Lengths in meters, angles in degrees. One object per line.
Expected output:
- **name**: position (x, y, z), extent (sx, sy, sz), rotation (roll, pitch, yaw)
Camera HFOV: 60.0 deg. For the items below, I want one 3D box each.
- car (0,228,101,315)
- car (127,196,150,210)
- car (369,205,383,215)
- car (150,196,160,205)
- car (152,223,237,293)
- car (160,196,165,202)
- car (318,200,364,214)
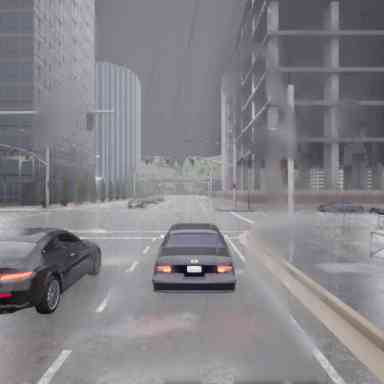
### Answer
- **car**: position (-3.454, 1.526, 7.459), extent (1.812, 1.442, 4.674), rotation (0, 0, 0)
- **car**: position (-7.176, 1.492, 43.562), extent (2.128, 1.511, 4.902), rotation (0, 0, 0)
- **car**: position (19.169, 1.491, 30.301), extent (5.357, 1.411, 2.033), rotation (0, 0, 0)
- **car**: position (-7.187, 1.505, 58.413), extent (1.837, 1.490, 4.892), rotation (0, 0, 0)
- **car**: position (0.054, 1.547, 8.976), extent (2.033, 1.411, 5.357), rotation (0, 0, 0)
- **car**: position (-7.137, 1.551, 73.287), extent (1.994, 1.385, 4.181), rotation (0, 0, 0)
- **car**: position (15.101, 1.508, 33.779), extent (4.181, 1.385, 1.994), rotation (0, 0, 0)
